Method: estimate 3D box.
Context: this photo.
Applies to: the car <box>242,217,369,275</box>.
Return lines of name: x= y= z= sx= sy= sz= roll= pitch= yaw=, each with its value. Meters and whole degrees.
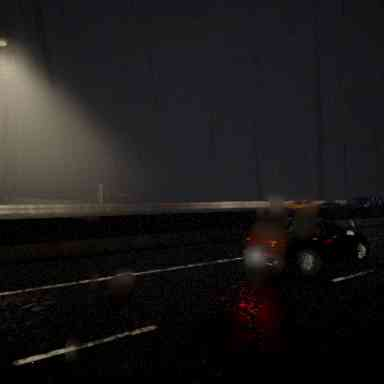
car: x=3.793 y=1.561 z=10.704 sx=4.892 sy=1.490 sz=1.837 roll=0 pitch=0 yaw=-35

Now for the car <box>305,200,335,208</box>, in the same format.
car: x=14.599 y=1.737 z=35.488 sx=4.674 sy=1.442 sz=1.812 roll=1 pitch=0 yaw=-34

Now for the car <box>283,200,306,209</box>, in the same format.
car: x=12.664 y=1.689 z=38.398 sx=5.008 sy=1.535 sz=1.882 roll=1 pitch=0 yaw=-34

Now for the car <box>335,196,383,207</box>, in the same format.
car: x=16.950 y=1.436 z=32.861 sx=5.566 sy=2.045 sz=2.150 roll=0 pitch=0 yaw=-34
